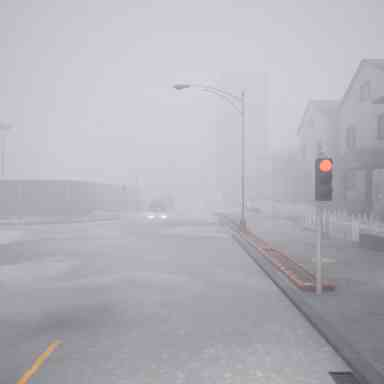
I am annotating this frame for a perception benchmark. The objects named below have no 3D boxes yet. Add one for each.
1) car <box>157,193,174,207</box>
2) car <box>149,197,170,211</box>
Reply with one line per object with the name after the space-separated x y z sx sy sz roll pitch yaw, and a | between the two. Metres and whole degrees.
-4.074 1.222 51.632 2.150 2.045 5.566 0 0 1 | car
-4.097 1.601 40.991 1.895 1.301 4.718 0 0 0 | car
